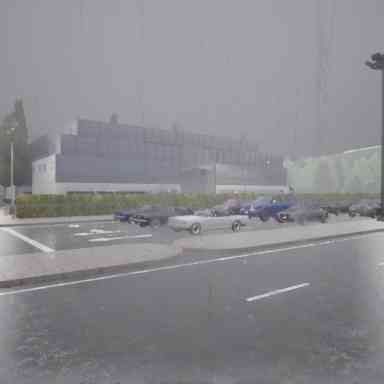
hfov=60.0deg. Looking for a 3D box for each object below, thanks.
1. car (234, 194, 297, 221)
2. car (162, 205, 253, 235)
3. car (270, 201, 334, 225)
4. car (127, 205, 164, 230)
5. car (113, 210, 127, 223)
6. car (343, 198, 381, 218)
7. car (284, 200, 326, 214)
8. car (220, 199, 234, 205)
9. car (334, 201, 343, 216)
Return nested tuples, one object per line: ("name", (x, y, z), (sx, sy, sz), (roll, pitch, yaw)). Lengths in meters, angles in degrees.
("car", (6.411, 1.221, 27.158), (5.566, 2.045, 2.150), (0, 0, -36))
("car", (0.935, 1.601, 18.903), (4.718, 1.301, 1.895), (0, 0, -36))
("car", (7.955, 1.564, 23.952), (4.181, 1.385, 1.994), (0, 0, -36))
("car", (-1.433, 1.601, 21.510), (4.718, 1.301, 1.895), (0, 0, -36))
("car", (-3.319, 1.601, 24.454), (4.718, 1.301, 1.895), (0, 0, -36))
("car", (16.046, 1.352, 29.859), (4.553, 1.767, 2.097), (0, 0, -36))
("car", (12.189, 1.601, 35.710), (4.718, 1.301, 1.895), (0, 0, -36))
("car", (3.879, 1.352, 29.643), (4.553, 1.767, 2.097), (0, 0, -36))
("car", (14.565, 1.601, 33.111), (4.718, 1.301, 1.895), (0, 0, -36))
